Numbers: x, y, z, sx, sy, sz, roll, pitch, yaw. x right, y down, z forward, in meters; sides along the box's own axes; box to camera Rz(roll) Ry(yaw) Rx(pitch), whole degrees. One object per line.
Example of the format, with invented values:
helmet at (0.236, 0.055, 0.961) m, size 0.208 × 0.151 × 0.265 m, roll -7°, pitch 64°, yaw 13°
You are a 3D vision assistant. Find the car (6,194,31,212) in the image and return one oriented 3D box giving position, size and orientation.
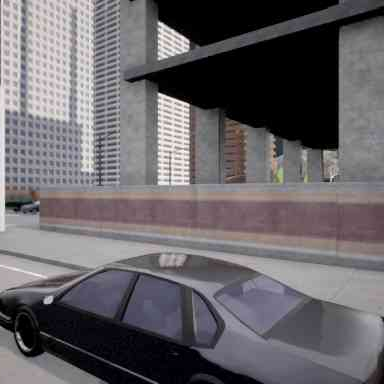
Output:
car at (-19.873, 1.221, 35.634) m, size 2.150 × 2.045 × 5.566 m, roll 0°, pitch 0°, yaw 36°

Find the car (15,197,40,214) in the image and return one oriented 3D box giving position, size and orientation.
car at (-15.732, 1.526, 35.357) m, size 1.812 × 1.442 × 4.674 m, roll 0°, pitch 0°, yaw 36°

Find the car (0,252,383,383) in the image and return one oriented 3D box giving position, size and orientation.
car at (-0.411, 1.547, 4.285) m, size 5.357 × 1.411 × 2.033 m, roll 0°, pitch 0°, yaw 35°
